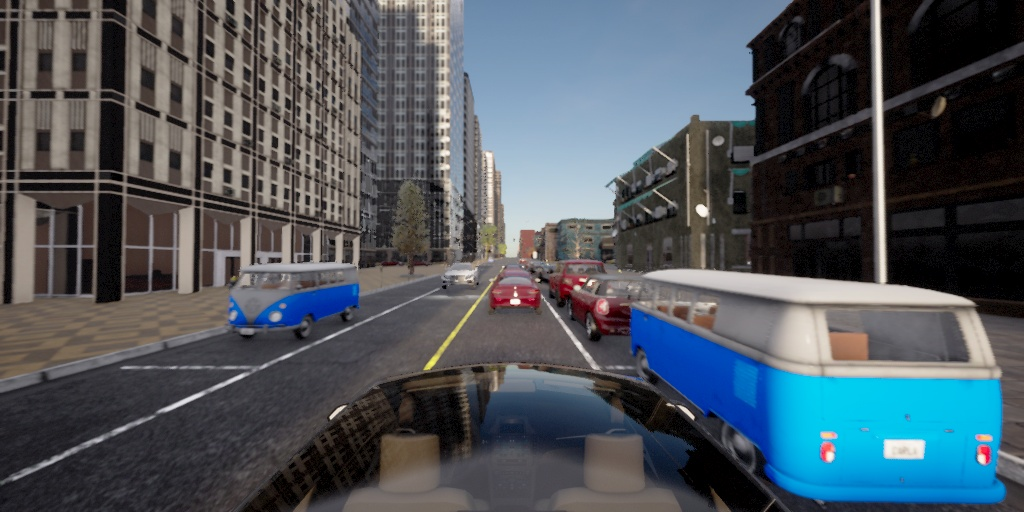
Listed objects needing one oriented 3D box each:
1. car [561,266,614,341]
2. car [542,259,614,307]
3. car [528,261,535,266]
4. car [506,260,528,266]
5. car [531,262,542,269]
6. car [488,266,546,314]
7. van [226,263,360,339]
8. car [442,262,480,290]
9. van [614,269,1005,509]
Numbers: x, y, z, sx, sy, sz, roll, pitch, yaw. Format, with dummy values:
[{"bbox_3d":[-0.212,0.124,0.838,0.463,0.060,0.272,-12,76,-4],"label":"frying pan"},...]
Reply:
[{"bbox_3d":[2.694,1.196,9.796,1.967,1.591,4.097,0,0,0],"label":"car"},{"bbox_3d":[2.695,1.075,15.274,2.192,1.841,5.009,0,0,0],"label":"car"},{"bbox_3d":[2.702,1.338,37.184,1.948,1.339,4.313,0,0,0],"label":"car"},{"bbox_3d":[0.108,1.333,31.038,1.994,1.385,4.181,0,0,0],"label":"car"},{"bbox_3d":[2.699,1.333,26.229,1.948,1.339,4.313,0,0,0],"label":"car"},{"bbox_3d":[0.103,1.285,13.667,1.812,1.442,4.674,0,0,0],"label":"car"},{"bbox_3d":[-5.687,1.098,9.795,1.690,1.789,3.998,0,0,0],"label":"van"},{"bbox_3d":[-2.994,1.095,21.718,1.812,1.442,4.674,0,0,0],"label":"car"},{"bbox_3d":[2.692,1.093,4.318,1.690,1.789,3.998,0,0,0],"label":"van"}]
